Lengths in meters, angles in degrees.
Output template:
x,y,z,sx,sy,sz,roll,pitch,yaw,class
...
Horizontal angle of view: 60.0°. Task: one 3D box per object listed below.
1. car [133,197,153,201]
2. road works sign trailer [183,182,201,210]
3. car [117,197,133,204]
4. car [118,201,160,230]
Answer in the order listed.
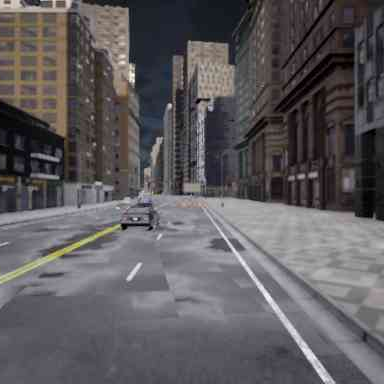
x,y,z,sx,sy,sz,roll,pitch,yaw,class
-6.577,1.479,46.651,1.882,1.535,5.008,0,0,0,car
0.005,0.466,43.832,2.380,3.560,2.880,0,0,0,road works sign trailer
-9.805,1.528,49.807,1.812,1.442,4.674,0,0,1,car
-3.154,1.548,20.955,2.033,1.411,5.357,0,0,0,car
